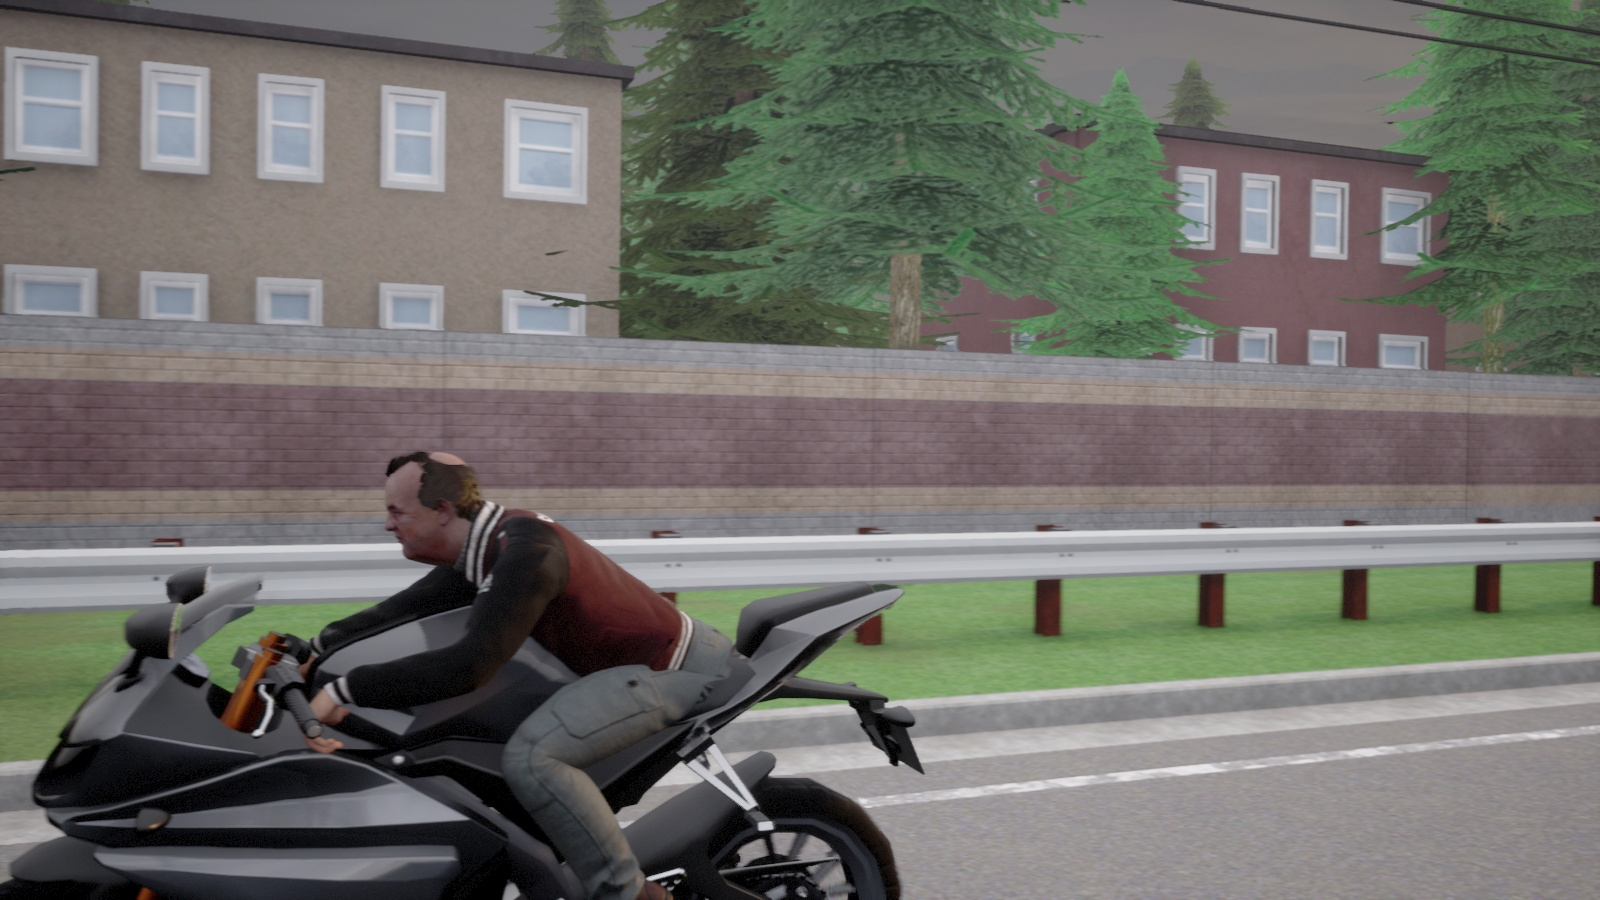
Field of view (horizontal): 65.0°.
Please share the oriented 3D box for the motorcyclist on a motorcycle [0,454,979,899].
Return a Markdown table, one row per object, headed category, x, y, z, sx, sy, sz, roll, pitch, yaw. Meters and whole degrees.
| category | x | y | z | sx | sy | sz | roll | pitch | yaw |
| --- | --- | --- | --- | --- | --- | --- | --- | --- | --- |
| motorcyclist on a motorcycle | -0.760 | 0.797 | 2.952 | 2.191 | 1.530 | 0.866 | -1 | 1 | -21 |
